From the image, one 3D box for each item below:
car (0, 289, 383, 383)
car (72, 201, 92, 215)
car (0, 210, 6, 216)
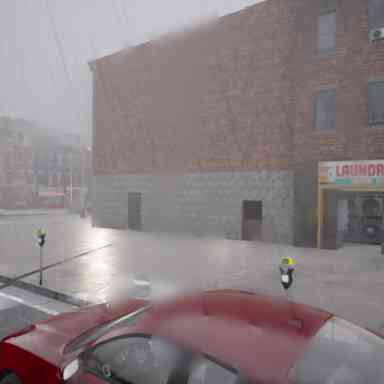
[{"bbox_3d":[0.102,1.544,2.727,4.507,1.381,1.887,0,1,36],"label":"car"},{"bbox_3d":[-12.158,1.894,40.234,1.837,1.490,4.892,1,1,36],"label":"car"},{"bbox_3d":[-19.608,1.826,29.908,1.895,1.301,4.718,1,0,37],"label":"car"}]
